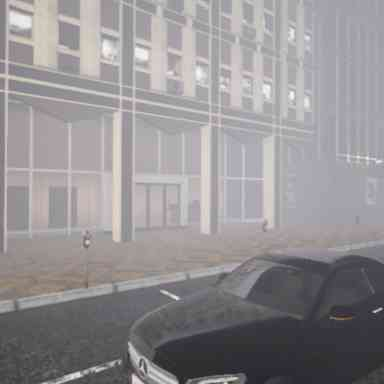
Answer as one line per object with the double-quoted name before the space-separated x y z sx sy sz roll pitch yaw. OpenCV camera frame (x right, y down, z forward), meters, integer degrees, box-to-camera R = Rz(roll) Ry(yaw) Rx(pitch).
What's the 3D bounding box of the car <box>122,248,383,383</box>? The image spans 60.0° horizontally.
"car" 1.418 1.547 4.396 4.674 1.442 1.812 0 0 -36
